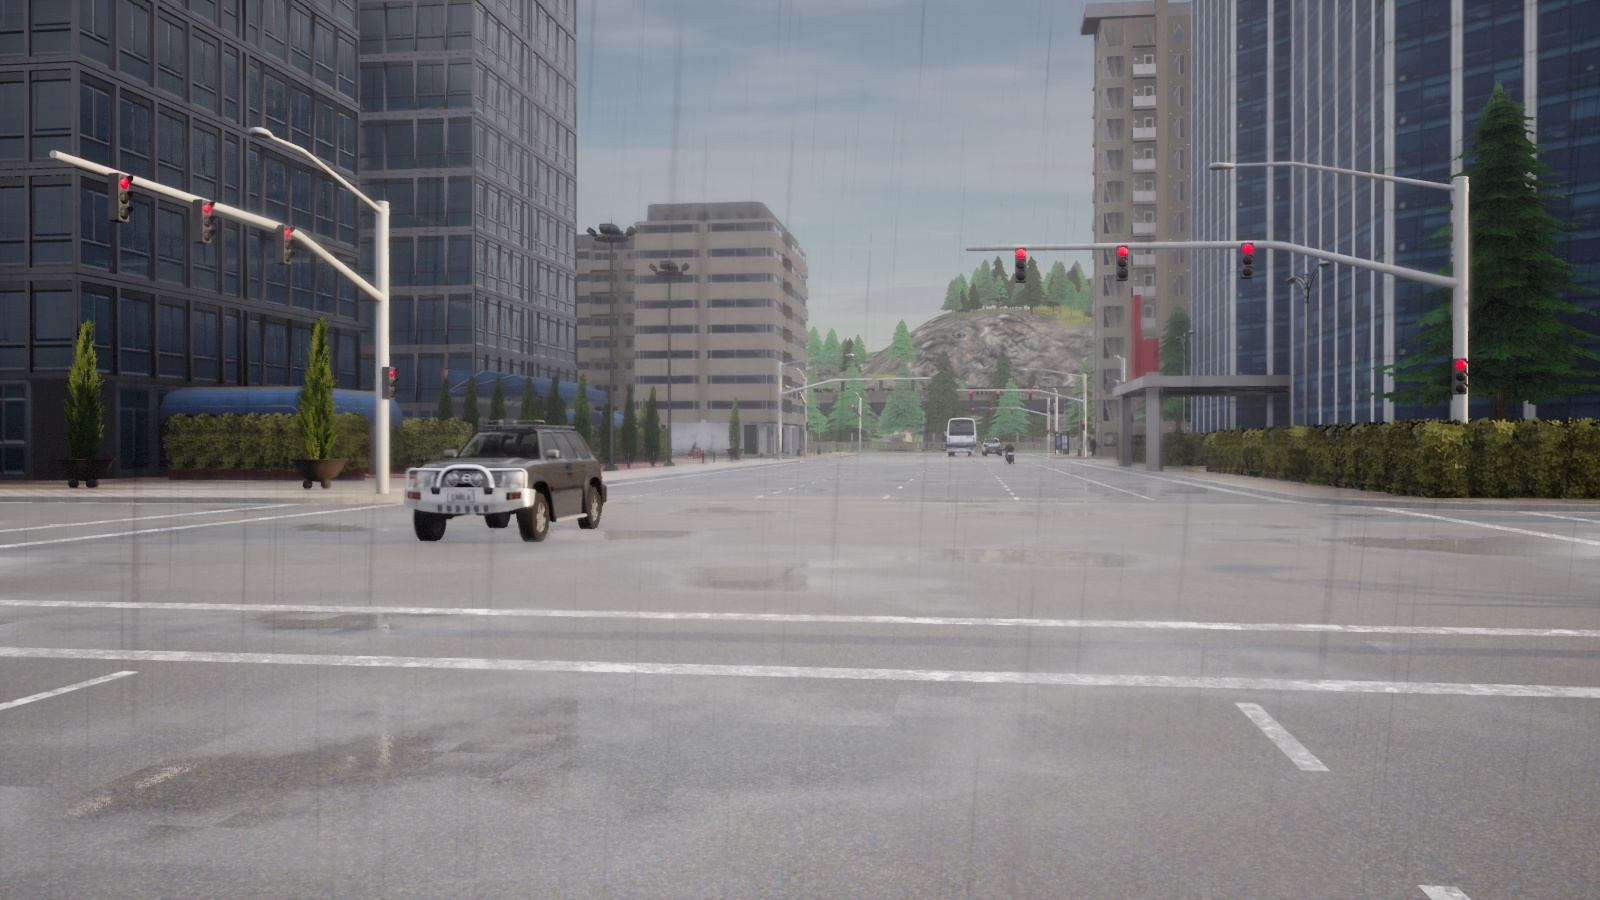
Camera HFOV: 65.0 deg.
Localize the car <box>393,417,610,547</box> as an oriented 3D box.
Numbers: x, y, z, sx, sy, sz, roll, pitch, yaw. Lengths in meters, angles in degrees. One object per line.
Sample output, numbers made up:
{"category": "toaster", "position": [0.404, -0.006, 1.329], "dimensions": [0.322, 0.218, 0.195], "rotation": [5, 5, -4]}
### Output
{"category": "car", "position": [-4.634, 0.445, 20.302], "dimensions": [1.932, 1.855, 4.605], "rotation": [0, 0, 7]}
